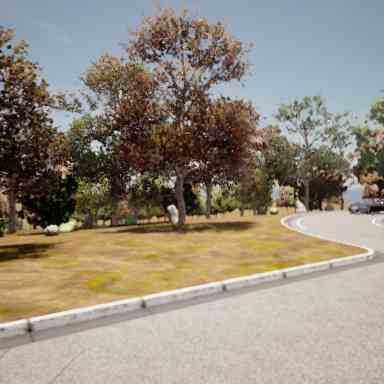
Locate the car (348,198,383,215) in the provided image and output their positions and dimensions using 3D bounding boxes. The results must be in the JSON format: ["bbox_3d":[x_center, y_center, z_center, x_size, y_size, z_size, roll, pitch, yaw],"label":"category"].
[{"bbox_3d":[16.943,1.359,31.624,4.902,1.511,2.128,0,0,-29],"label":"car"}]
